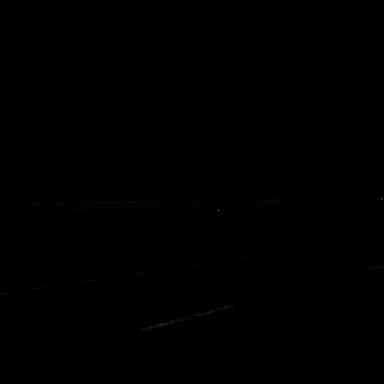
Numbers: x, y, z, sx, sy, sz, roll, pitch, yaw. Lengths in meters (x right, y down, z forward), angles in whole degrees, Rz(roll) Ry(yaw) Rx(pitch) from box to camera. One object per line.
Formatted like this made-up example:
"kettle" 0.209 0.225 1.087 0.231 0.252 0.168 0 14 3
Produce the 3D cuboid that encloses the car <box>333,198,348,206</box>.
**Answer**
"car" 23.501 1.616 50.770 5.008 1.535 1.882 1 0 -35

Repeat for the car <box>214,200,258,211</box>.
"car" 5.111 1.622 37.724 5.357 1.411 2.033 0 0 -35

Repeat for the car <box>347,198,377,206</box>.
"car" 21.667 1.595 40.921 5.008 1.535 1.882 0 0 -35

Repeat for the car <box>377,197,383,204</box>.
"car" 23.605 1.622 38.005 4.892 1.490 1.837 0 0 -35
